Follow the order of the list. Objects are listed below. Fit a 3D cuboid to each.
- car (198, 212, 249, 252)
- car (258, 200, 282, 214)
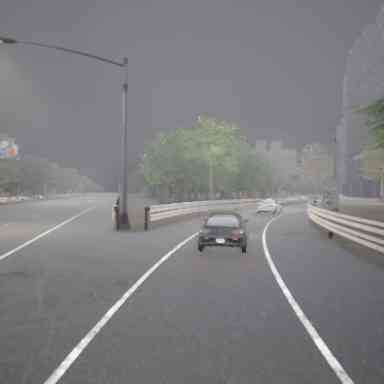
[{"bbox_3d":[1.388,1.545,13.918,1.812,1.442,4.674,0,0,10],"label":"car"},{"bbox_3d":[8.328,1.570,35.534,1.812,1.442,4.674,0,0,25],"label":"car"}]
